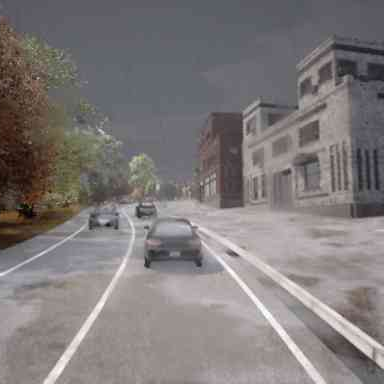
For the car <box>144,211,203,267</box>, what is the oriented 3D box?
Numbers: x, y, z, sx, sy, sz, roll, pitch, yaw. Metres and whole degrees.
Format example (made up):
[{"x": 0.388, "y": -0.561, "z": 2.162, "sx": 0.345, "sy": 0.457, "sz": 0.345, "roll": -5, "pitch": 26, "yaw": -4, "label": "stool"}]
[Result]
[{"x": -0.722, "y": 1.636, "z": 11.820, "sx": 1.812, "sy": 1.442, "sz": 4.674, "roll": 0, "pitch": 0, "yaw": -6, "label": "car"}]

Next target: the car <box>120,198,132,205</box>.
[{"x": -12.675, "y": 1.802, "z": 63.997, "sx": 1.994, "sy": 1.385, "sz": 4.181, "roll": 0, "pitch": 0, "yaw": 2, "label": "car"}]

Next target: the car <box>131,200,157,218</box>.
[{"x": -4.558, "y": 1.721, "z": 32.774, "sx": 2.128, "sy": 1.511, "sz": 4.902, "roll": 1, "pitch": 0, "yaw": -13, "label": "car"}]

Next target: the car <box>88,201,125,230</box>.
[{"x": -5.718, "y": 1.630, "z": 22.085, "sx": 2.128, "sy": 1.511, "sz": 4.902, "roll": 1, "pitch": 0, "yaw": -11, "label": "car"}]
